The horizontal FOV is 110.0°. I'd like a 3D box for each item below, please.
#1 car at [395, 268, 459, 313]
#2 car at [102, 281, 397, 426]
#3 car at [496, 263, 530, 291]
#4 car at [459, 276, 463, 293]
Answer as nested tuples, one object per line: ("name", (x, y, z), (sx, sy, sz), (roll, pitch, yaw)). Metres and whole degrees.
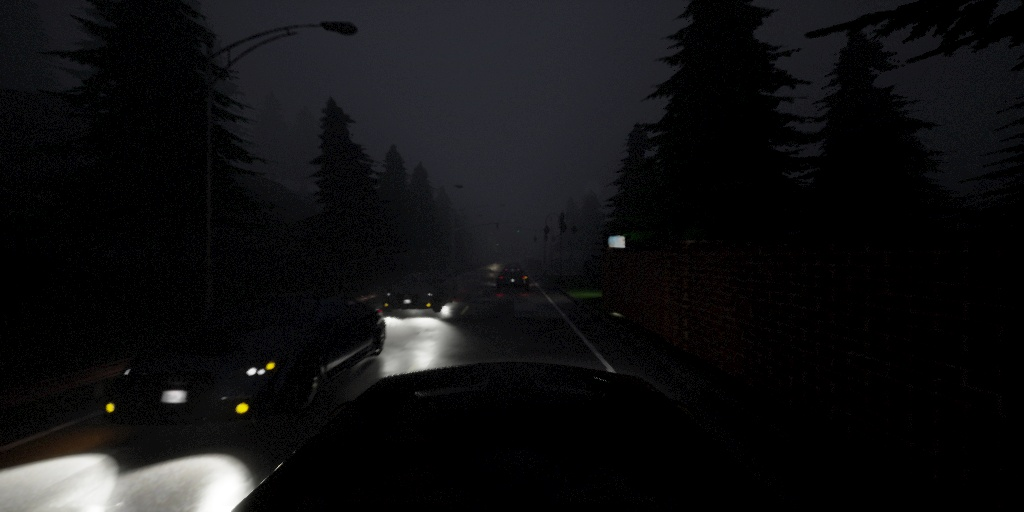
("car", (-3.491, 1.324, 13.968), (1.994, 1.385, 4.181), (0, 0, 0))
("car", (-3.594, 1.312, 5.815), (1.994, 1.385, 4.181), (0, 0, 0))
("car", (0.057, 1.342, 22.157), (1.994, 1.385, 4.181), (0, 0, 1))
("car", (-3.618, 1.329, 18.147), (1.994, 1.385, 4.181), (0, 0, -2))
